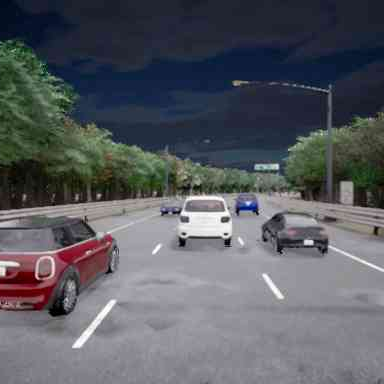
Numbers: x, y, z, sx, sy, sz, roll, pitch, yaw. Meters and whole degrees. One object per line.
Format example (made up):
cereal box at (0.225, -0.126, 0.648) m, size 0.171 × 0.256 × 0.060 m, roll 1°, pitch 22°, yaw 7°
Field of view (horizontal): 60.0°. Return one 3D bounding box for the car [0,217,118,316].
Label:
car at (-3.193, 1.347, 7.687) m, size 2.097 × 1.767 × 4.553 m, roll 0°, pitch 0°, yaw 2°

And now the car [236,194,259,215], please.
car at (5.490, 1.208, 33.648) m, size 2.150 × 2.045 × 5.566 m, roll 0°, pitch 0°, yaw 6°

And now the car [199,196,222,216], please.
car at (1.962, 1.334, 33.347) m, size 2.097 × 1.767 × 4.553 m, roll 0°, pitch 0°, yaw 5°

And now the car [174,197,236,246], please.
car at (0.602, 1.216, 15.294) m, size 2.150 × 2.045 × 5.566 m, roll 0°, pitch 0°, yaw 2°

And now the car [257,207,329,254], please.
car at (4.022, 1.526, 13.478) m, size 1.812 × 1.442 × 4.674 m, roll 0°, pitch 0°, yaw 2°

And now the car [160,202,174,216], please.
car at (-1.719, 1.580, 31.764) m, size 1.895 × 1.301 × 4.718 m, roll 0°, pitch 0°, yaw 5°
